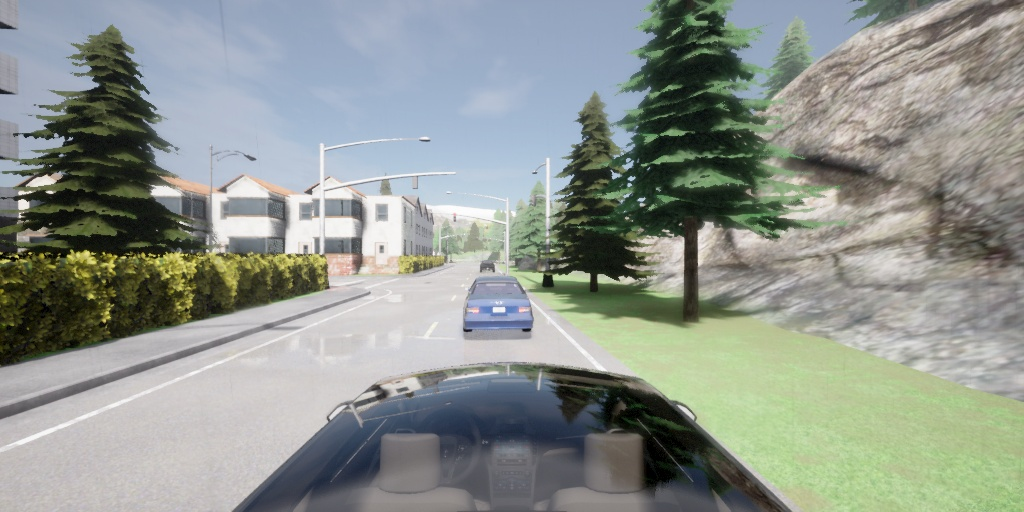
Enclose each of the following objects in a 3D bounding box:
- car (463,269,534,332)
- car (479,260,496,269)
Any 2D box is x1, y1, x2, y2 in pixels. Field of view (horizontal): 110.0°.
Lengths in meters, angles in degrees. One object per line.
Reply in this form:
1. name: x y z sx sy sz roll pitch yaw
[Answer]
1. car: -0.483 1.297 10.840 2.033 1.411 5.357 0 0 -4
2. car: -3.105 1.255 45.025 1.837 1.490 4.892 0 0 -5
